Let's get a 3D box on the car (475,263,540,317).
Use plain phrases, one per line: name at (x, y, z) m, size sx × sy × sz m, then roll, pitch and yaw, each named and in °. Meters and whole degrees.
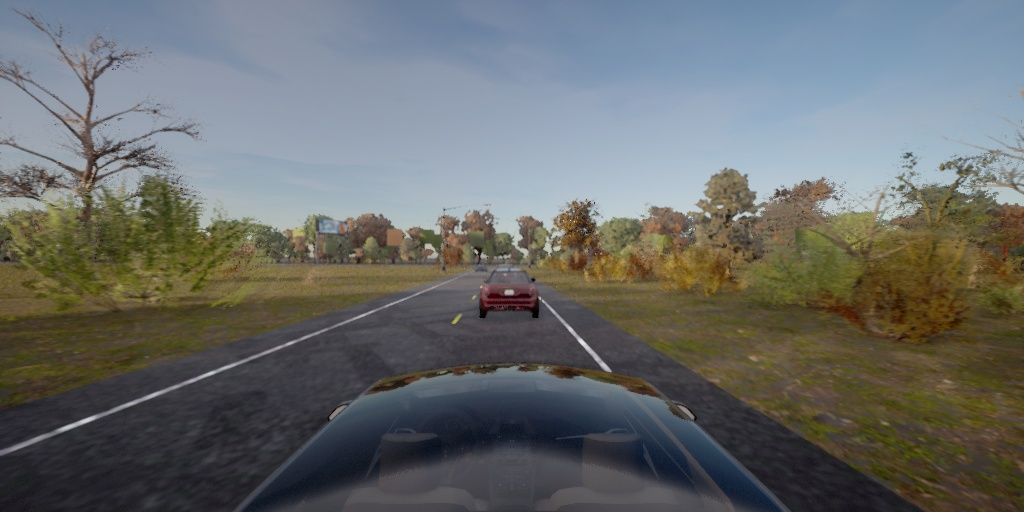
car at (-0.116, 1.260, 14.099) m, size 2.097 × 1.767 × 4.553 m, roll 0°, pitch -1°, yaw -1°
